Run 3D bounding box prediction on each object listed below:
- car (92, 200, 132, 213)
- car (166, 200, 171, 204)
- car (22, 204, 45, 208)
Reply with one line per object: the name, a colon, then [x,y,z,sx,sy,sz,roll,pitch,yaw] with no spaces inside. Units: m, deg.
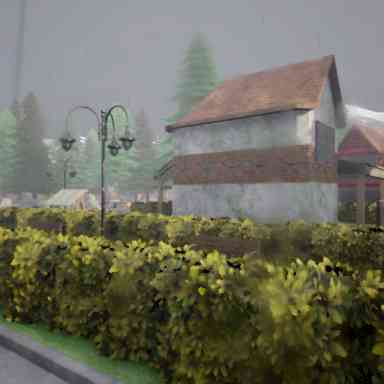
car: [-7.091,1.754,31.990,1.895,1.301,4.718,0,0,36]
car: [-2.463,1.753,44.202,1.895,1.301,4.718,0,0,39]
car: [-14.055,1.752,28.609,1.895,1.301,4.718,0,0,36]
